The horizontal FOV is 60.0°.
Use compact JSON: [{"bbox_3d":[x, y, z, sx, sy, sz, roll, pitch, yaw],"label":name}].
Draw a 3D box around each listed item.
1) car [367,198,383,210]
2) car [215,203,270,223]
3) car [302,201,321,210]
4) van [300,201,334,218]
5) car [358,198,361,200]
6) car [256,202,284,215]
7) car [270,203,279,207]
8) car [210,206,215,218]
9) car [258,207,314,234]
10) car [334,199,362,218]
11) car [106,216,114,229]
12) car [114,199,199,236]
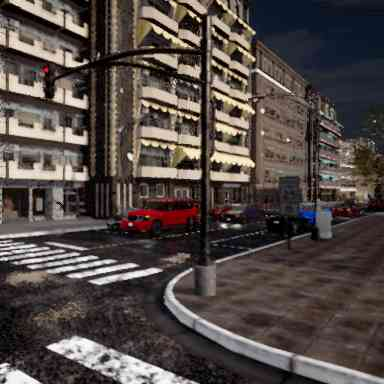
[{"bbox_3d":[29.312,1.917,52.937,2.192,1.841,5.009,0,0,36],"label":"car"},{"bbox_3d":[4.559,1.858,29.124,2.033,1.411,5.357,1,0,37],"label":"car"},{"bbox_3d":[19.286,2.082,53.463,1.802,1.307,4.206,0,0,36],"label":"car"},{"bbox_3d":[9.603,1.699,26.219,1.690,1.788,3.998,0,0,36],"label":"van"},{"bbox_3d":[38.995,2.176,80.182,1.967,1.590,4.097,0,0,36],"label":"car"},{"bbox_3d":[9.432,1.961,40.104,1.802,1.307,4.206,0,0,36],"label":"car"},{"bbox_3d":[10.644,1.879,37.349,2.128,1.511,4.902,1,0,37],"label":"car"},{"bbox_3d":[2.863,1.841,31.198,1.887,1.381,4.507,0,0,36],"label":"car"},{"bbox_3d":[6.318,1.883,21.764,1.947,1.339,4.313,0,0,36],"label":"car"},{"bbox_3d":[16.173,1.880,35.124,1.967,1.590,4.097,0,0,36],"label":"car"},{"bbox_3d":[-3.707,1.764,22.293,2.008,1.369,4.403,0,0,36],"label":"car"},{"bbox_3d":[-1.766,1.452,20.558,2.150,2.045,5.566,1,0,36],"label":"car"}]
